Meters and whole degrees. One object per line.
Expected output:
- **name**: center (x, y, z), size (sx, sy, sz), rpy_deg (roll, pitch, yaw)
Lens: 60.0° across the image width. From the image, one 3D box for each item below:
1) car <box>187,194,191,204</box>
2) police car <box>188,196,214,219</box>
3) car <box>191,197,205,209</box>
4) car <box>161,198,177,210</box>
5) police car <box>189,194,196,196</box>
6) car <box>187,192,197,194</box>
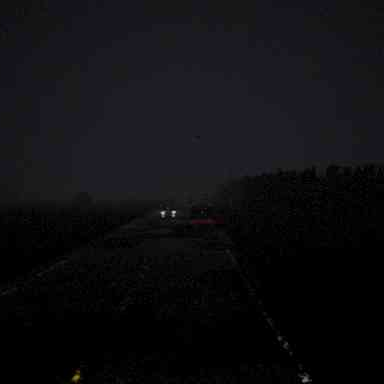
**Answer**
- **car**: center (-0.010, 1.532, 62.173), size (1.895, 1.301, 4.718), rpy_deg (0, 0, 0)
- **police car**: center (0.820, 1.416, 29.050), size (1.930, 1.638, 5.238), rpy_deg (0, 0, 0)
- **car**: center (0.817, 1.493, 44.939), size (1.812, 1.442, 4.674), rpy_deg (0, 0, 0)
- **car**: center (-2.848, 1.520, 42.018), size (2.033, 1.411, 5.357), rpy_deg (0, 0, 0)
- **police car**: center (0.818, 1.403, 39.049), size (1.930, 1.638, 5.238), rpy_deg (0, 0, 0)
- **car**: center (-0.015, 0.918, 80.645), size (2.150, 2.045, 5.566), rpy_deg (0, 0, 0)
